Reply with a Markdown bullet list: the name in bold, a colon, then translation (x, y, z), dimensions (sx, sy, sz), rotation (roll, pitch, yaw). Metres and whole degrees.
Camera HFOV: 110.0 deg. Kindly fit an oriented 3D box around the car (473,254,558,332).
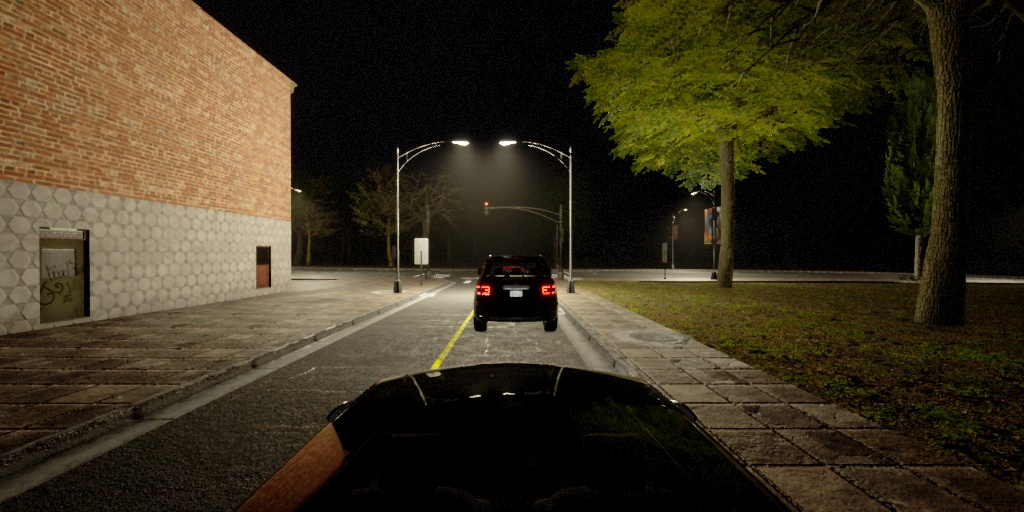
- **car**: translation (0.086, 0.980, 11.050), dimensions (2.150, 2.045, 5.566), rotation (0, 0, 0)
